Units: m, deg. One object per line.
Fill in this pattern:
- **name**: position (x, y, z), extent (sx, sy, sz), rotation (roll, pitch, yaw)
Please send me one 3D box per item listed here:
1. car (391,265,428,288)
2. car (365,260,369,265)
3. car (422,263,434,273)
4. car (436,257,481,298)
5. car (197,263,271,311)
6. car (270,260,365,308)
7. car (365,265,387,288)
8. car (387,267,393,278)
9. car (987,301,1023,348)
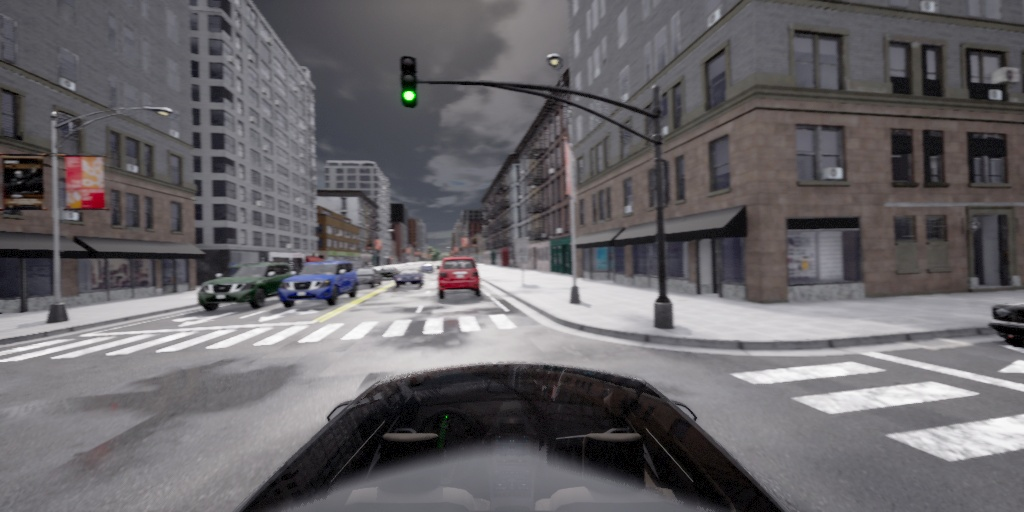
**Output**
- **car**: position (-7.633, 1.619, 27.147), extent (1.895, 1.301, 4.718), rotation (-2, 0, -11)
- **car**: position (-16.276, 1.504, 37.416), extent (2.150, 2.045, 5.566), rotation (-2, 0, -11)
- **car**: position (-12.524, 1.746, 53.011), extent (2.033, 1.411, 5.357), rotation (-2, 0, -10)
- **car**: position (-3.018, 1.094, 20.087), extent (2.150, 2.045, 5.566), rotation (-2, 0, -11)
- **car**: position (-12.671, 1.367, 17.680), extent (2.150, 2.045, 5.566), rotation (-2, 0, -10)
- **car**: position (-9.399, 1.274, 18.000), extent (2.150, 2.045, 5.566), rotation (-2, 0, -9)
- **car**: position (-11.146, 1.645, 27.353), extent (1.812, 1.442, 4.674), rotation (-2, 0, -10)
- **car**: position (-12.958, 1.788, 37.401), extent (1.895, 1.301, 4.718), rotation (-2, 0, -11)
- **car**: position (11.461, 1.080, 6.426), extent (4.718, 1.301, 1.895), rotation (-1, 0, -10)
